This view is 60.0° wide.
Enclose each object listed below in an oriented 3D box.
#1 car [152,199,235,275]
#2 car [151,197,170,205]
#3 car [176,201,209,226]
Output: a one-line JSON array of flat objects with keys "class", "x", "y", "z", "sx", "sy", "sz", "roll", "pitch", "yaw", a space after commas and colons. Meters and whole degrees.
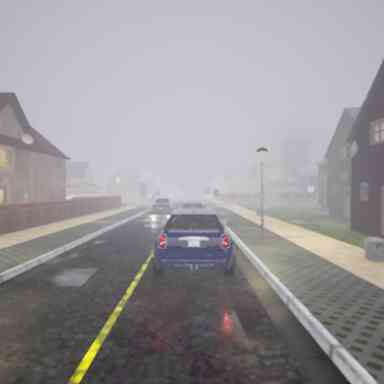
[{"class": "car", "x": 0.062, "y": 1.271, "z": 10.318, "sx": 2.097, "sy": 1.767, "sz": 4.553, "roll": 0, "pitch": 0, "yaw": 0}, {"class": "car", "x": -2.813, "y": 1.318, "z": 32.502, "sx": 1.837, "sy": 1.490, "sz": 4.892, "roll": 0, "pitch": 0, "yaw": 0}, {"class": "car", "x": 0.052, "y": 1.394, "z": 23.545, "sx": 2.033, "sy": 1.411, "sz": 5.357, "roll": 0, "pitch": 0, "yaw": 1}]
